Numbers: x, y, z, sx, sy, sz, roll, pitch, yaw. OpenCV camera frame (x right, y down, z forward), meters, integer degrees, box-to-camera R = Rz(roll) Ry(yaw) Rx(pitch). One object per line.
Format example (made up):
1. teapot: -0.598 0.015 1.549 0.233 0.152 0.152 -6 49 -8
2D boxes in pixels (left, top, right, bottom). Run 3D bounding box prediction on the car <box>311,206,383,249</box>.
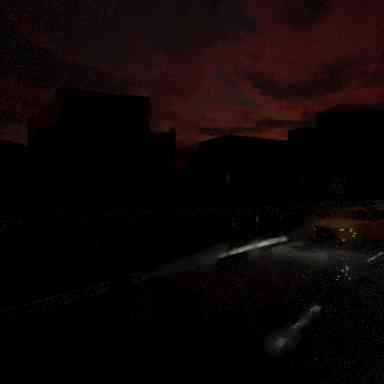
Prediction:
1. car: 7.244 1.386 14.242 5.008 1.535 1.882 0 0 -32
